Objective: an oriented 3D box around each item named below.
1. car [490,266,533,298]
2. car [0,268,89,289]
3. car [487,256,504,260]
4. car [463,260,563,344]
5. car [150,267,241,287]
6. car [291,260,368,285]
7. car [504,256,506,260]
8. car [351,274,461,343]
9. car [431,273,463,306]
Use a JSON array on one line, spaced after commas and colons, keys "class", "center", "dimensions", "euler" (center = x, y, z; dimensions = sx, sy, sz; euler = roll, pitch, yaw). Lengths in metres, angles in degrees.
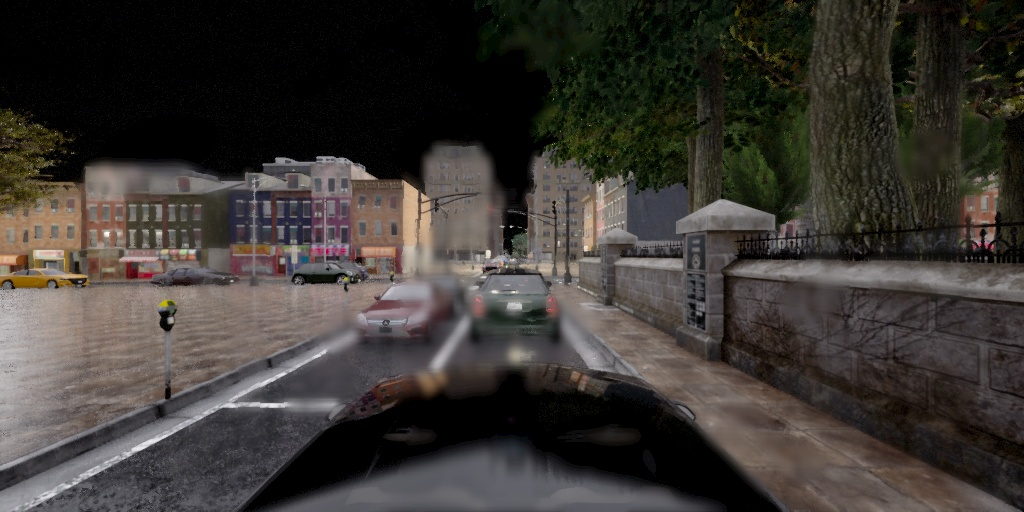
[{"class": "car", "center": [-0.144, 1.313, 19.184], "dimensions": [1.994, 1.385, 4.181], "euler": [0, 0, -5]}, {"class": "car", "center": [-33.994, 1.646, 26.131], "dimensions": [5.008, 1.535, 1.882], "euler": [-1, 0, 0]}, {"class": "car", "center": [-2.287, 1.092, 41.206], "dimensions": [2.097, 1.767, 4.553], "euler": [0, 0, 0]}, {"class": "car", "center": [0.073, 1.101, 9.740], "dimensions": [2.097, 1.767, 4.553], "euler": [0, 0, 0]}, {"class": "car", "center": [-23.037, 1.545, 26.157], "dimensions": [5.357, 1.411, 2.033], "euler": [-1, 0, 0]}, {"class": "car", "center": [-13.391, 1.230, 26.196], "dimensions": [4.553, 1.767, 2.097], "euler": [-1, 0, 0]}, {"class": "car", "center": [-2.297, 1.214, 54.839], "dimensions": [1.882, 1.535, 5.008], "euler": [0, 0, 0]}, {"class": "car", "center": [-2.638, 1.331, 9.625], "dimensions": [1.802, 1.307, 4.207], "euler": [0, 0, 0]}, {"class": "car", "center": [-2.638, 1.315, 13.288], "dimensions": [1.948, 1.339, 4.313], "euler": [0, 0, 0]}]
